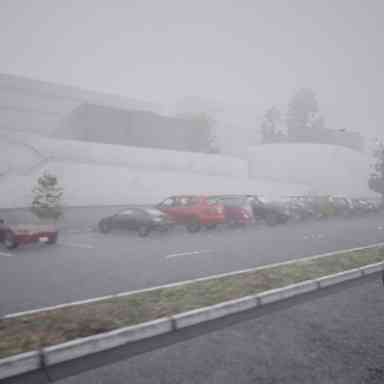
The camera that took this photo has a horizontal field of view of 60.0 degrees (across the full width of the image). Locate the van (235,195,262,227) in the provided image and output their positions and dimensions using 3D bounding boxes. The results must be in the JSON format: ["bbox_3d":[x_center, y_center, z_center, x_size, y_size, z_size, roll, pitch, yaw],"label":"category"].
[{"bbox_3d":[1.913,1.233,21.514,4.442,1.987,1.878,-1,-1,35],"label":"van"}]

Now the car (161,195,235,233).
[{"bbox_3d":[-0.644,1.224,19.858,5.566,2.045,2.435,-1,0,35],"label":"car"}]

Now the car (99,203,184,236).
[{"bbox_3d":[-3.044,1.524,18.108,4.674,1.452,2.002,-1,0,35],"label":"car"}]

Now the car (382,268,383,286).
[{"bbox_3d":[6.157,1.550,7.522,4.181,1.385,1.994,0,0,-35],"label":"car"}]

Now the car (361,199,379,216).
[{"bbox_3d":[13.967,1.424,30.222,4.674,1.452,2.002,-1,0,35],"label":"car"}]

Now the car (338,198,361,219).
[{"bbox_3d":[11.558,1.273,28.479,4.553,1.767,2.185,-1,0,34],"label":"car"}]

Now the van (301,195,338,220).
[{"bbox_3d":[9.005,1.190,26.831,4.442,1.987,1.878,-1,0,35],"label":"van"}]

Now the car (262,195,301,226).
[{"bbox_3d":[4.270,1.193,23.295,5.566,2.045,2.435,-1,-1,35],"label":"car"}]

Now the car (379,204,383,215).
[{"bbox_3d":[16.437,1.397,31.956,4.792,1.488,2.163,-1,-1,35],"label":"car"}]

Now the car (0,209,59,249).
[{"bbox_3d":[-7.882,1.524,14.633,4.792,1.488,2.163,-1,-1,35],"label":"car"}]

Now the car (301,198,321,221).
[{"bbox_3d":[6.680,1.431,25.031,4.892,1.521,2.231,-1,0,35],"label":"car"}]
